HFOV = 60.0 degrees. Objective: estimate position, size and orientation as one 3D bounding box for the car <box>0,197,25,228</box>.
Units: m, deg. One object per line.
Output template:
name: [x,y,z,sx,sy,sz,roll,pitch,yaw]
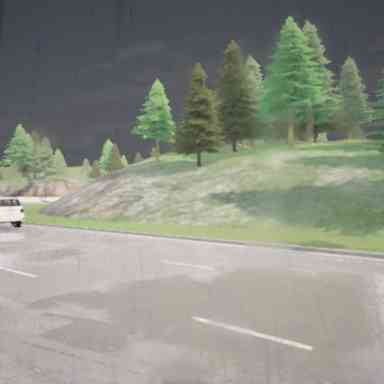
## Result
car: [-13.391,1.370,22.141,5.566,2.045,2.150,-1,0,35]
